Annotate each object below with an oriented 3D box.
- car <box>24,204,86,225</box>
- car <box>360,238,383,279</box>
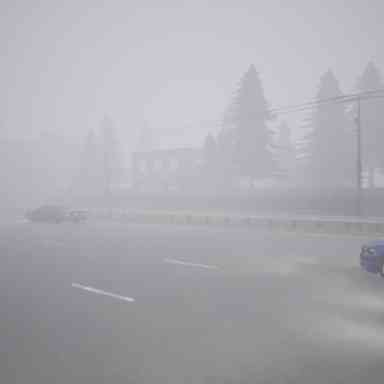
[{"bbox_3d":[-9.894,1.555,23.950,5.357,1.411,2.033,0,0,36],"label":"car"},{"bbox_3d":[6.730,1.477,7.791,5.008,1.535,1.882,0,0,36],"label":"car"}]
